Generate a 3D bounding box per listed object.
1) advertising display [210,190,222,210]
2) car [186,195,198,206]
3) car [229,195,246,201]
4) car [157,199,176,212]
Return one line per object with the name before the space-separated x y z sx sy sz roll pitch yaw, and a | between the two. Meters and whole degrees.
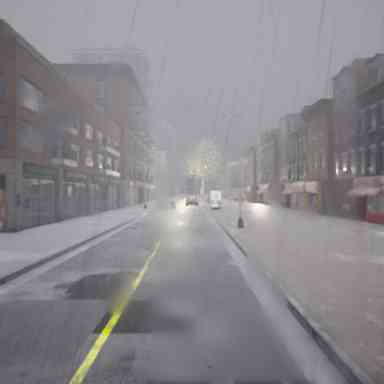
advertising display | 3.024 0.994 42.090 1.540 2.440 0.280 0 0 0
car | 0.026 1.585 52.132 1.895 1.301 4.718 0 0 0
car | 10.958 1.465 80.061 4.097 1.590 1.967 0 0 0
car | -2.825 1.536 37.667 1.994 1.385 4.181 0 0 0
